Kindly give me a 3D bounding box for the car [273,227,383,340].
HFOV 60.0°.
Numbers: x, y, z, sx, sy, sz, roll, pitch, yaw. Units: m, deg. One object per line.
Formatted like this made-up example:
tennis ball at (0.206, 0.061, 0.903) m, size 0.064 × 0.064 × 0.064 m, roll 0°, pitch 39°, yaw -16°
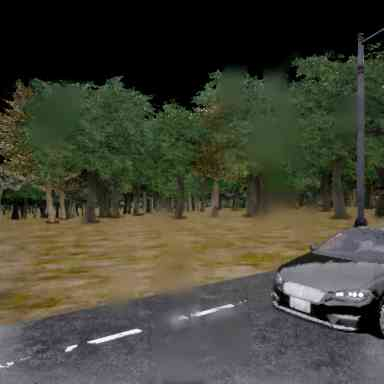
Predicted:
car at (3.680, 1.493, 6.621) m, size 4.902 × 1.511 × 2.128 m, roll 0°, pitch 0°, yaw -35°
